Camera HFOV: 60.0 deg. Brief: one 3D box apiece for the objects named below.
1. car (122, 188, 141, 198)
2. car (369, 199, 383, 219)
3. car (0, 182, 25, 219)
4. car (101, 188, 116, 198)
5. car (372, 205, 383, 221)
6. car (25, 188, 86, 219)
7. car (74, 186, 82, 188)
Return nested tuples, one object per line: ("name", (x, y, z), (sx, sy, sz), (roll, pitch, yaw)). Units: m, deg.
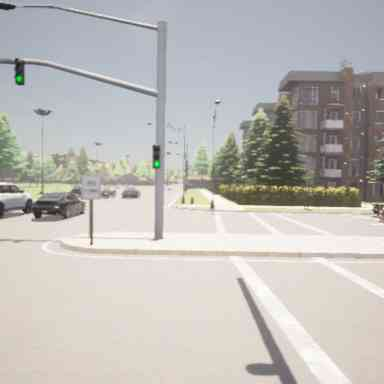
("car", (-8.048, 0.118, 44.341), (1.994, 1.385, 4.181), (1, 2, 0))
("car", (15.201, 1.201, 23.091), (4.718, 1.301, 1.895), (1, 2, -1))
("car", (-11.481, 0.429, 19.602), (2.150, 2.045, 5.566), (1, 2, 0))
("car", (-11.550, 0.080, 44.699), (1.895, 1.301, 4.718), (1, 2, 0))
("car", (13.618, 1.024, 19.571), (4.553, 1.767, 2.097), (1, 2, -1))
("car", (-7.988, 0.753, 20.438), (1.837, 1.490, 4.892), (1, 2, 0))
("car", (-15.051, -0.108, 45.659), (1.837, 1.490, 4.892), (1, 2, 0))
